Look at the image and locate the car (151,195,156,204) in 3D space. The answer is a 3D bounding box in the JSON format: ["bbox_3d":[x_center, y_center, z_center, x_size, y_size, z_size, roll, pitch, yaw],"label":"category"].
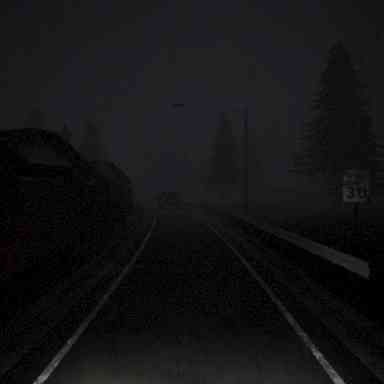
[{"bbox_3d":[-5.390,1.167,52.358,1.812,1.442,4.674,0,0,-14],"label":"car"}]

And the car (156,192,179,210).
[{"bbox_3d":[-2.765,0.955,38.974,2.150,2.045,5.566,0,1,-9],"label":"car"}]
